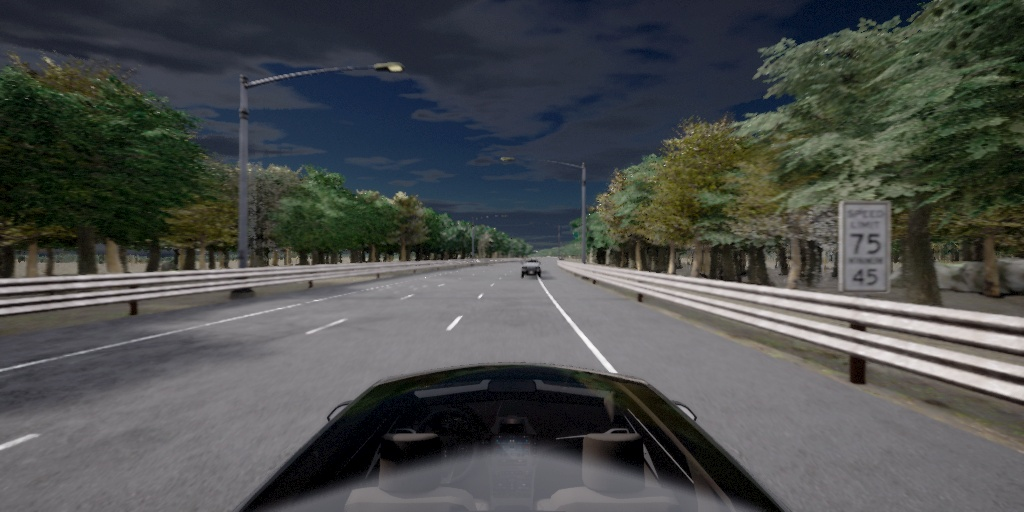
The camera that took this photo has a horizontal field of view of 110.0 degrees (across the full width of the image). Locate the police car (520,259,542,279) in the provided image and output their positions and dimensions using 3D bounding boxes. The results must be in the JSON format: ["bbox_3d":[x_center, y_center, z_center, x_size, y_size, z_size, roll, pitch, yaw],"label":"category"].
[{"bbox_3d":[1.818,1.230,34.194,1.930,1.638,5.238,0,0,3],"label":"police car"}]
